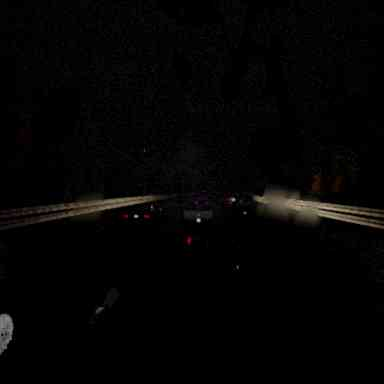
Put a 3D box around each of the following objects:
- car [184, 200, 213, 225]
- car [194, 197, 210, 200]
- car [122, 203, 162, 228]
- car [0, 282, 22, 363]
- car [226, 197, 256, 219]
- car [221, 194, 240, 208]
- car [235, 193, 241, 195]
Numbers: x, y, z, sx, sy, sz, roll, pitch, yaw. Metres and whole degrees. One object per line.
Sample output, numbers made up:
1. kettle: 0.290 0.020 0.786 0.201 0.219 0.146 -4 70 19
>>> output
1. car: 0.478 1.468 23.012 1.895 1.301 4.718 0 0 2
2. car: 1.237 1.300 40.980 1.812 1.442 4.674 0 0 3
3. car: -3.079 1.420 21.302 2.033 1.411 5.357 0 0 2
4. car: -3.375 1.484 2.853 1.837 1.490 4.892 0 0 0
5. car: 4.089 1.373 27.377 1.812 1.442 4.674 0 0 2
6. car: 4.781 1.336 42.369 1.994 1.385 4.181 0 0 4
7. car: 12.313 0.991 90.812 1.812 1.442 4.674 0 0 8
